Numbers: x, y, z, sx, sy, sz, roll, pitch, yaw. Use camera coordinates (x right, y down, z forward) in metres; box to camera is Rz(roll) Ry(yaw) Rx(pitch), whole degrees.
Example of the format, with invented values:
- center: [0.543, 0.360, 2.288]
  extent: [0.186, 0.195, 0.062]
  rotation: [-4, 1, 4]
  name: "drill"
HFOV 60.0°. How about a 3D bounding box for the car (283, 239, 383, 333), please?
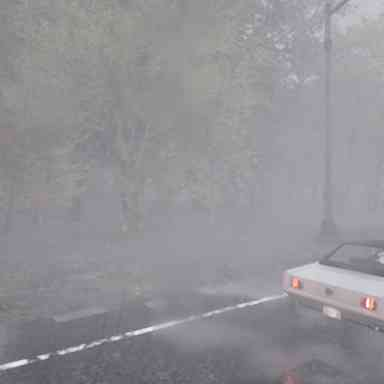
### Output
- center: [4.022, 1.591, 6.440]
  extent: [4.718, 1.301, 1.895]
  rotation: [0, 0, -34]
  name: "car"
